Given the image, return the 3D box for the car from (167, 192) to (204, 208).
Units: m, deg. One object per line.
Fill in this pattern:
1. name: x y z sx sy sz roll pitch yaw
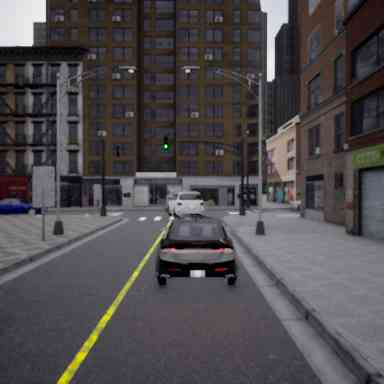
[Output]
1. car: -0.584 0.983 25.887 2.150 2.045 5.566 0 1 -11

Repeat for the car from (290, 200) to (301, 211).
1. car: 12.108 1.107 33.049 4.674 1.442 1.812 -1 0 -1

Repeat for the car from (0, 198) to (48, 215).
1. car: -15.434 1.320 29.544 5.008 1.535 1.882 0 0 -2

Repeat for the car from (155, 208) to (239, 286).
1. car: 0.110 1.409 9.146 2.128 1.511 4.902 0 1 0

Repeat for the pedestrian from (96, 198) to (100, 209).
1. pedestrian: -10.109 1.186 35.844 0.375 1.300 0.375 0 1 -1
